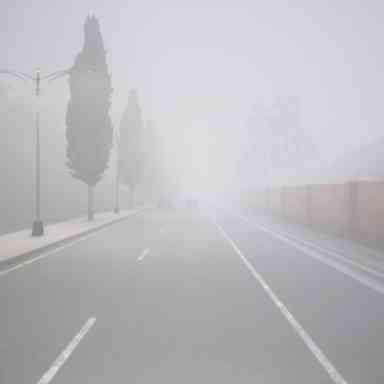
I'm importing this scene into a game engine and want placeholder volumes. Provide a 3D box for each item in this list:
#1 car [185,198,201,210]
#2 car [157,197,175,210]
[{"bbox_3d":[0.070,1.555,44.793,1.837,1.490,4.892,0,0,0],"label":"car"},{"bbox_3d":[-3.431,1.402,44.401,2.097,1.767,4.553,0,0,0],"label":"car"}]
